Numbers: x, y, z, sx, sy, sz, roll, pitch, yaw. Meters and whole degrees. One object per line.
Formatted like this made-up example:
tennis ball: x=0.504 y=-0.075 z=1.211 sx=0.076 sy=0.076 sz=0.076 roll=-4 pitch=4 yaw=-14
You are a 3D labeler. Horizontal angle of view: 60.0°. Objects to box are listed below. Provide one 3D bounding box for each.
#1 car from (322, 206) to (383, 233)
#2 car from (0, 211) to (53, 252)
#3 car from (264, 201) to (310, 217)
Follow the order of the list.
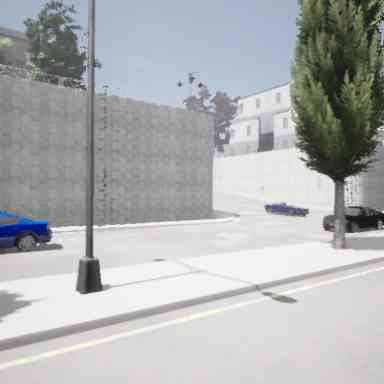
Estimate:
car: x=10.346 y=1.664 z=21.229 sx=5.008 sy=1.535 sz=1.882 roll=0 pitch=0 yaw=-35
car: x=-7.916 y=1.492 z=12.458 sx=5.008 sy=1.535 sz=1.882 roll=1 pitch=0 yaw=-35
car: x=9.256 y=1.613 z=32.549 sx=1.895 sy=1.301 sz=4.718 roll=1 pitch=2 yaw=-26
